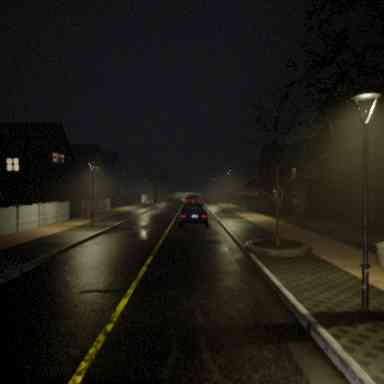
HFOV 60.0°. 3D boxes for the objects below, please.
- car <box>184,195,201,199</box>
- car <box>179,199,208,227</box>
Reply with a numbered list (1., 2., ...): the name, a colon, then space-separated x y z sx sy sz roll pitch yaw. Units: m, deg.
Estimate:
1. car: 0.102 1.155 42.275 2.097 1.767 4.553 0 0 0
2. car: 0.101 1.445 21.749 2.033 1.411 5.357 0 0 0
